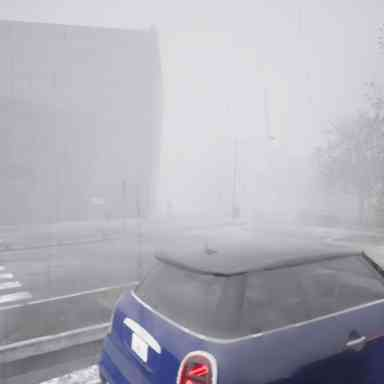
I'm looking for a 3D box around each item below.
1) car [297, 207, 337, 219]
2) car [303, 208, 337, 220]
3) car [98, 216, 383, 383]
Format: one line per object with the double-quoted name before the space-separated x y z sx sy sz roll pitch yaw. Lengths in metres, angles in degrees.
"car" 10.859 2.100 28.969 1.882 1.535 5.008 3 -2 -5
"car" 17.921 3.088 46.427 4.902 1.511 2.128 4 -3 -36
"car" 1.338 1.360 4.005 4.553 1.767 2.097 0 0 -33
